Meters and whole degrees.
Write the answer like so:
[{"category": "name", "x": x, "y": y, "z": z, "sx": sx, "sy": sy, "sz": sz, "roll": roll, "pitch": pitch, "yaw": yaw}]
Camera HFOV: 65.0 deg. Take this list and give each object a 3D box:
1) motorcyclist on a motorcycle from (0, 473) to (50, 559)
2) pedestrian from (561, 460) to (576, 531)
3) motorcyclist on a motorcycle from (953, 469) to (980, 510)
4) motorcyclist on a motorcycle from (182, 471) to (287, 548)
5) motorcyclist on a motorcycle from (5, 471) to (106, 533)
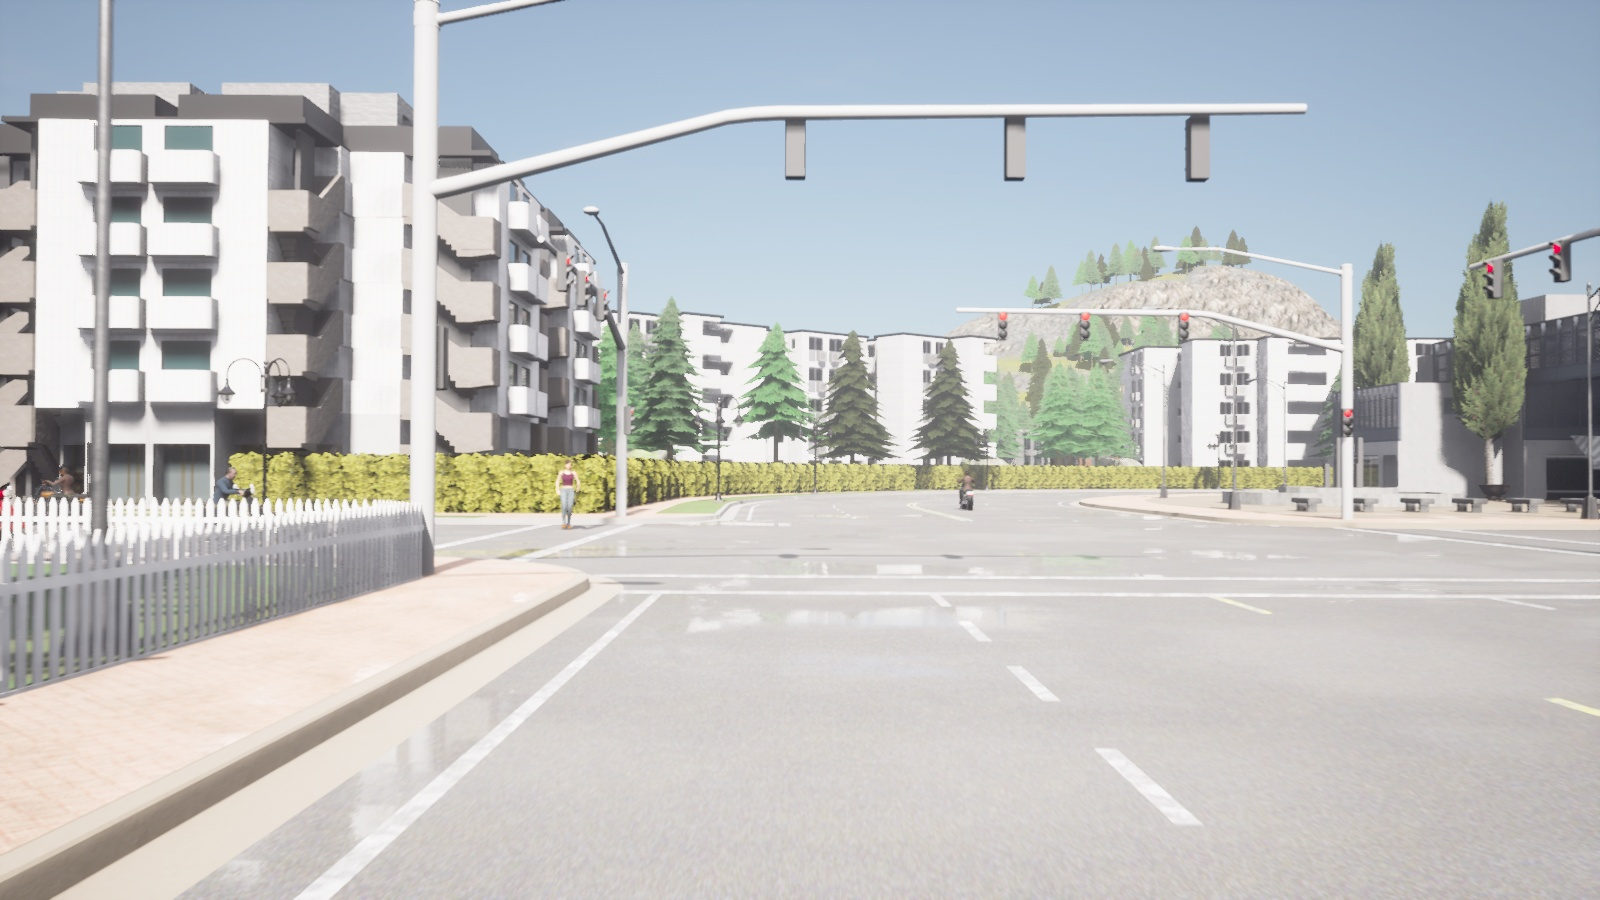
[{"category": "motorcyclist on a motorcycle", "x": -15.257, "y": 1.224, "z": 23.583, "sx": 1.817, "sy": 1.590, "sz": 0.866, "roll": 0, "pitch": -1, "yaw": 1}, {"category": "pedestrian", "x": -6.010, "y": 1.173, "z": 32.572, "sx": 0.345, "sy": 1.836, "sz": 0.594, "roll": 0, "pitch": -1, "yaw": -15}, {"category": "motorcyclist on a motorcycle", "x": 6.823, "y": 1.602, "z": 51.608, "sx": 0.766, "sy": 1.649, "sz": 2.350, "roll": 0, "pitch": -1, "yaw": -1}, {"category": "motorcyclist on a motorcycle", "x": -12.144, "y": 1.267, "z": 27.012, "sx": 1.817, "sy": 1.590, "sz": 0.866, "roll": -2, "pitch": -1, "yaw": 1}, {"category": "motorcyclist on a motorcycle", "x": -20.251, "y": 1.418, "z": 34.172, "sx": 2.350, "sy": 1.649, "sz": 0.766, "roll": 0, "pitch": -1, "yaw": 4}]
